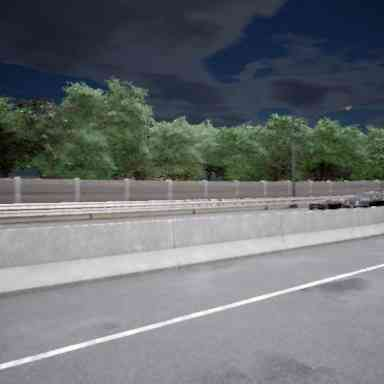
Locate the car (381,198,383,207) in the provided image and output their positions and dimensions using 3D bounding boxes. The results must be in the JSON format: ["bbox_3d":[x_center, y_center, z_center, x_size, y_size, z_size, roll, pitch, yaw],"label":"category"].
[{"bbox_3d":[19.565,1.355,30.224,4.718,1.301,1.895,-1,0,-34],"label":"car"}]

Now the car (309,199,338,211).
[{"bbox_3d":[14.482,1.369,35.241,4.718,1.301,1.895,-1,0,-34],"label":"car"}]

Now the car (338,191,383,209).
[{"bbox_3d":[17.396,0.976,32.980,5.566,2.045,2.150,-1,1,-34],"label":"car"}]
